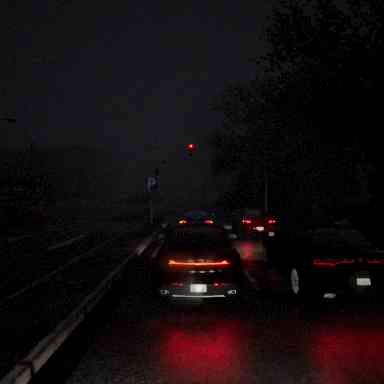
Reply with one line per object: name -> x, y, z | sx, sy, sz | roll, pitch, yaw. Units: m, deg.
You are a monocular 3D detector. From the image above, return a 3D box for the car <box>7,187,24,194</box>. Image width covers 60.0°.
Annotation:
car -> -27.941, 0.137, 53.663 | 2.002, 1.452, 4.674 | 6, -3, -19

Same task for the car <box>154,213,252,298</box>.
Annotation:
car -> 0.139, 1.515, 8.506 | 1.837, 1.490, 4.892 | 0, 0, 0

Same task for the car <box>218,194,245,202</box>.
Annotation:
car -> 8.502, 1.264, 71.197 | 5.366, 1.575, 1.946 | 1, 0, -13

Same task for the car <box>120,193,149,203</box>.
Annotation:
car -> -11.182, 1.358, 62.724 | 4.792, 1.488, 2.163 | -1, 0, -15

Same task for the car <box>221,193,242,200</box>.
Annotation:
car -> 9.807, 1.129, 82.898 | 4.553, 1.767, 2.185 | 1, 0, -12

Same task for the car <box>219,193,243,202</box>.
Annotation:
car -> 7.953, 1.141, 68.206 | 4.553, 1.767, 2.185 | 1, 0, -13

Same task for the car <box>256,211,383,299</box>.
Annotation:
car -> 3.140, 1.488, 8.544 | 1.882, 1.535, 5.008 | 0, 0, 0

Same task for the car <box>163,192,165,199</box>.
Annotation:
car -> -9.313, 1.359, 77.666 | 4.674, 1.452, 2.002 | -1, 0, -13

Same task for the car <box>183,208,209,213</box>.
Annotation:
car -> 0.215, 1.551, 17.630 | 1.812, 1.442, 4.674 | 0, 0, 1

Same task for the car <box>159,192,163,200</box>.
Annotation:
car -> -9.699, 1.321, 74.673 | 4.892, 1.521, 2.231 | -1, 0, -13

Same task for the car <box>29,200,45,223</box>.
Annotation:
car -> -13.526, 1.403, 24.927 | 4.553, 1.767, 2.185 | -1, 0, -19

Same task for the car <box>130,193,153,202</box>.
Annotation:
car -> -10.418, 1.196, 68.664 | 4.553, 1.767, 2.185 | -1, 0, -14

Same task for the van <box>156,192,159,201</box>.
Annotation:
van -> -9.940, 1.093, 71.702 | 4.442, 1.987, 1.878 | -1, 0, -14

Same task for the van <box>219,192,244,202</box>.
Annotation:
van -> 7.557, 1.043, 65.238 | 4.442, 1.987, 1.878 | 1, 0, -14

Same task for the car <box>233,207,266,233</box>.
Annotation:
car -> 3.234, 1.550, 17.884 | 1.812, 1.442, 4.674 | 0, 0, 1

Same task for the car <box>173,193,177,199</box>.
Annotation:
car -> -7.625, 1.065, 89.649 | 5.566, 2.045, 2.435 | -1, 0, -12

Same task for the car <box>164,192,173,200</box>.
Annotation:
car -> -8.088, 1.357, 86.645 | 4.674, 1.452, 2.002 | -1, 0, -12

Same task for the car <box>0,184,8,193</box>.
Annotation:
car -> -30.935, -0.426, 53.737 | 2.435, 2.045, 5.566 | 6, -3, -19

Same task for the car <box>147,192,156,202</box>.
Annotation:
car -> -10.524, 1.315, 65.713 | 5.366, 1.575, 1.946 | -1, 0, -14

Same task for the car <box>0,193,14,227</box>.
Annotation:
car -> -13.643, 1.267, 18.913 | 5.566, 2.045, 2.435 | -1, 0, -19

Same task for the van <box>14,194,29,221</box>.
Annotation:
van -> -13.514, 1.297, 21.949 | 4.442, 1.987, 1.878 | -1, 0, -19
